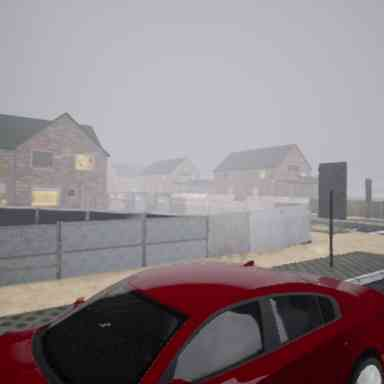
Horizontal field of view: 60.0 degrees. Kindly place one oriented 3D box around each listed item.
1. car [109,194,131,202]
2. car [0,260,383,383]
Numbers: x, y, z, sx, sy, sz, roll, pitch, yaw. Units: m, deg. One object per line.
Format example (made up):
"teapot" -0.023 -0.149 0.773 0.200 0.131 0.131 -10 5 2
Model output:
"car" -11.251 0.920 51.928 1.895 1.301 4.718 1 0 -36
"car" -0.053 1.487 3.055 5.008 1.535 1.882 0 0 -36
